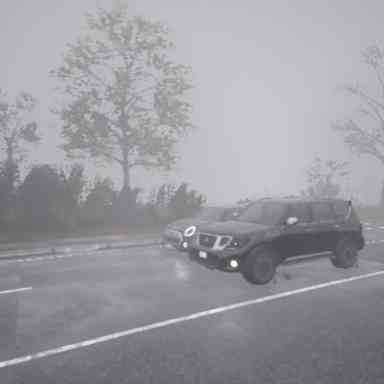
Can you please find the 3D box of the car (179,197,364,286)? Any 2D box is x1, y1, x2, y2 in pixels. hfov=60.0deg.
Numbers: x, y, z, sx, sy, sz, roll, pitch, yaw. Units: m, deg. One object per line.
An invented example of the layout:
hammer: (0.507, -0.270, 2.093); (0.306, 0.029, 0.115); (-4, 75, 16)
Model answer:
car: (2.636, 1.195, 9.673); (5.566, 2.045, 2.150); (0, 0, -31)

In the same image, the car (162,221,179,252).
car: (1.147, 1.312, 12.803); (4.553, 1.767, 2.097); (0, 0, -31)
